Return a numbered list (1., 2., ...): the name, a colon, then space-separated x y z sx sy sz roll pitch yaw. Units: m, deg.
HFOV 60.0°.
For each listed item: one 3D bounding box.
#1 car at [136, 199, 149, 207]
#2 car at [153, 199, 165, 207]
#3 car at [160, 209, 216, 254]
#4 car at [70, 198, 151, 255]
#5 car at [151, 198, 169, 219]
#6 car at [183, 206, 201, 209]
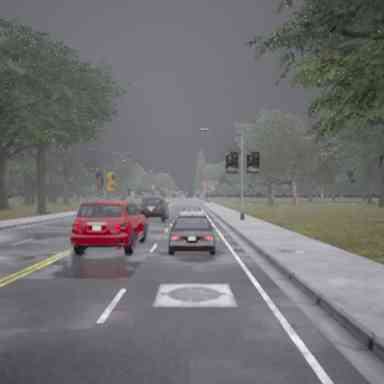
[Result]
1. car: -9.763 2.145 66.012 1.837 1.490 4.892 0 0 0
2. car: -6.517 2.173 66.031 1.812 1.442 4.674 0 -1 0
3. car: 0.000 1.679 13.985 2.033 1.411 5.357 0 -1 0
4. car: -3.250 1.348 14.011 2.150 2.045 5.566 0 0 0
5. car: -3.252 1.493 29.006 2.150 2.045 5.566 0 0 0
6. car: -0.001 1.878 29.105 1.895 1.301 4.718 0 -1 0
